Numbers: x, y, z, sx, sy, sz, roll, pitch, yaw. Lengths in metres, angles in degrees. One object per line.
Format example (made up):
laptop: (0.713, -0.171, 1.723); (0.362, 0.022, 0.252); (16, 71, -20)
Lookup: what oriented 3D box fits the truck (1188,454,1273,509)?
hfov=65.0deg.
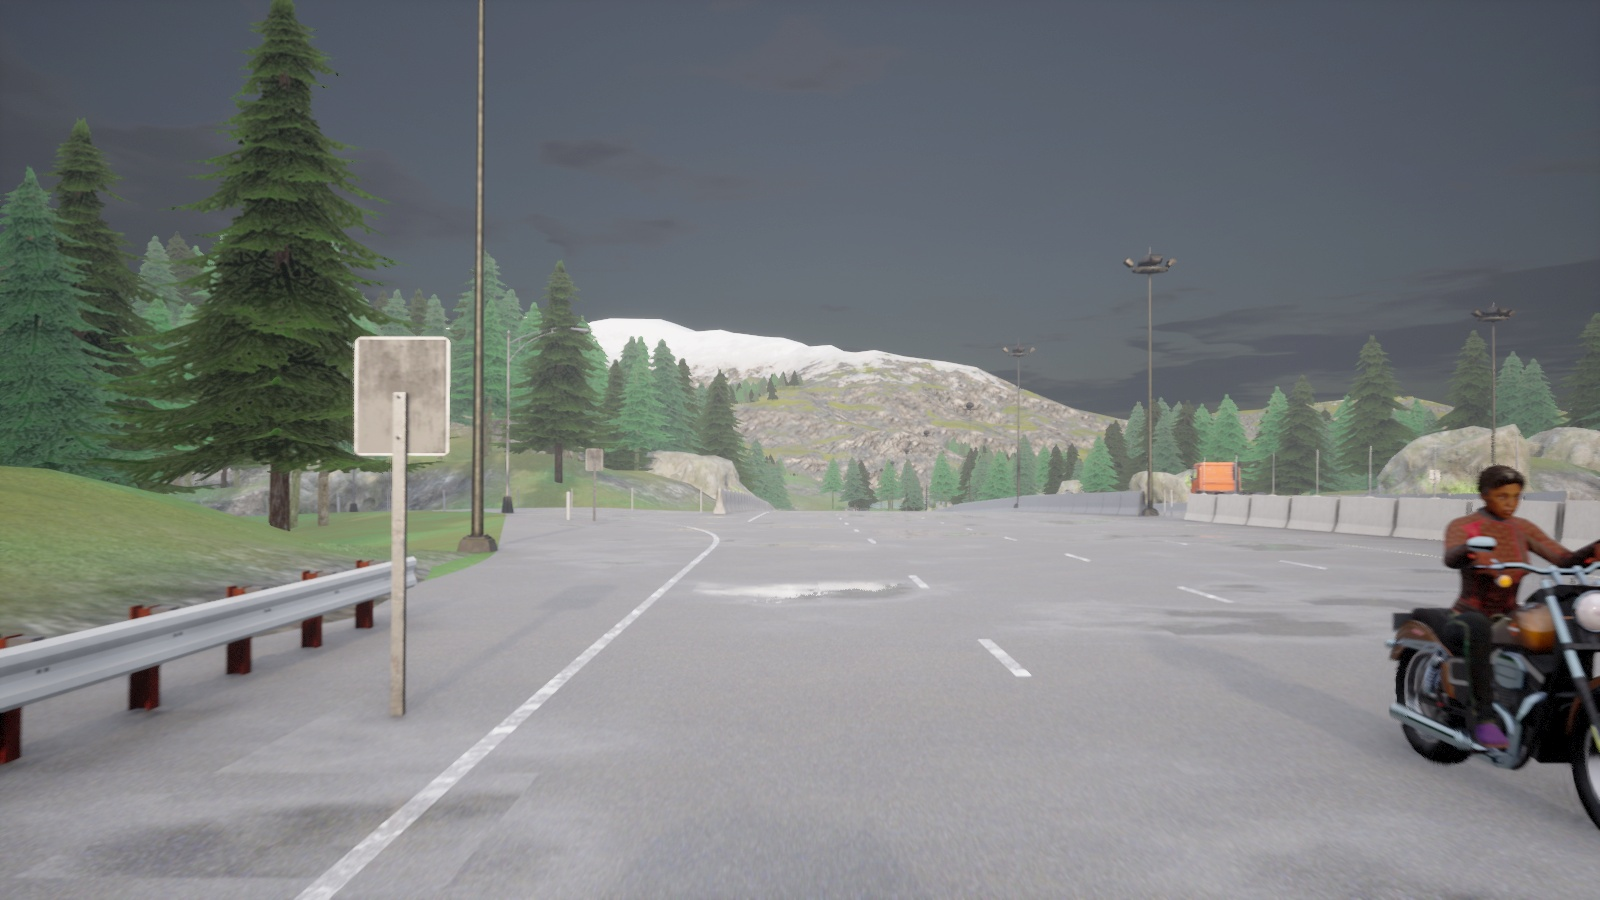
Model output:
truck: (28.243, 2.160, 82.757); (2.891, 3.462, 7.936); (0, -3, 1)

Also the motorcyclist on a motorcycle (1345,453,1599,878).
motorcyclist on a motorcycle: (3.483, 0.850, 5.940); (0.766, 1.649, 2.350); (0, -1, 0)
